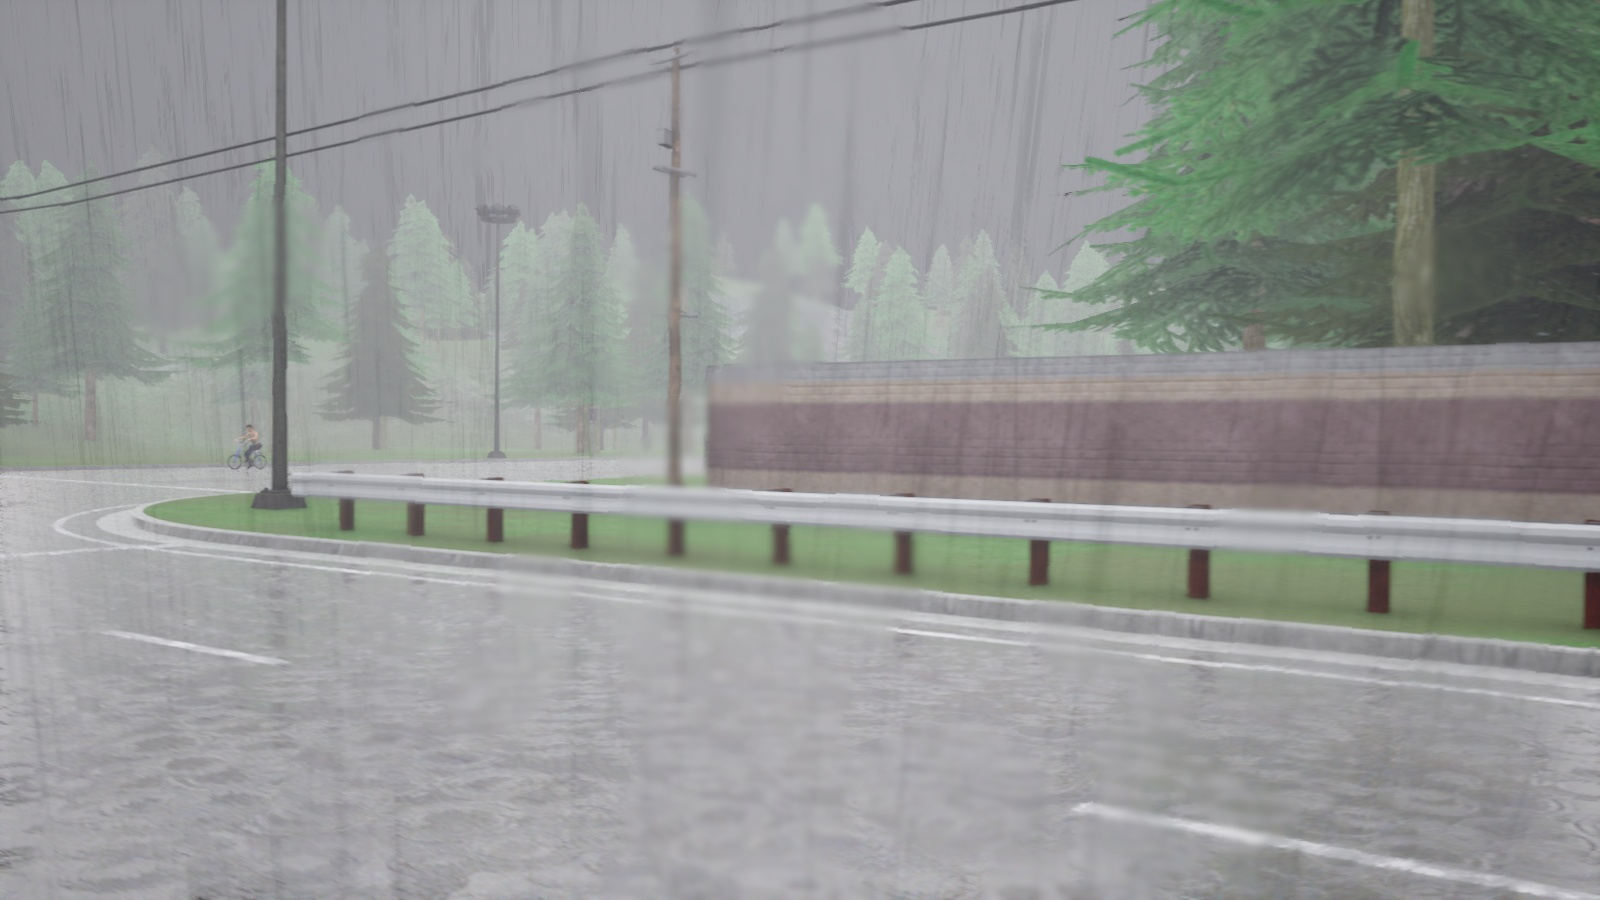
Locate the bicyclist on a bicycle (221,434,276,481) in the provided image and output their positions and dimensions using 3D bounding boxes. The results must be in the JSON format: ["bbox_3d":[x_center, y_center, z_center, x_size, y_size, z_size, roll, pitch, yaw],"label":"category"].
[{"bbox_3d":[-19.457,0.239,44.324,0.866,1.612,1.509,0,1,34],"label":"bicyclist on a bicycle"}]
